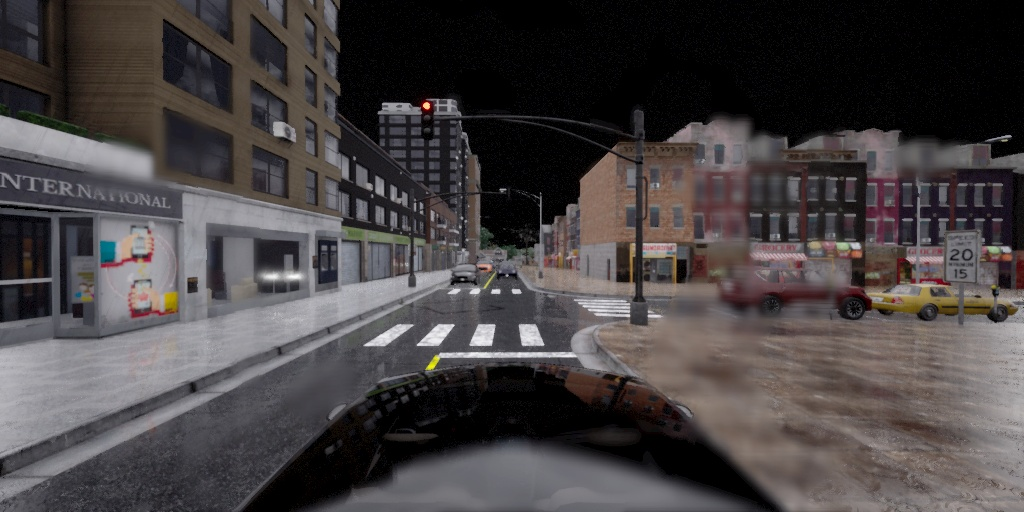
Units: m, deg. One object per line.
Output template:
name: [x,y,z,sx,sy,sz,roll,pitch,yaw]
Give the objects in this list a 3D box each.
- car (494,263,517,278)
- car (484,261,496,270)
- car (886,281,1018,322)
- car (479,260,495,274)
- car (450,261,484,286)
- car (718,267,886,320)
car: [-0.485,1.463,34.653,1.895,1.301,4.718,0,0,-1]
car: [-3.837,1.612,62.682,1.812,1.442,4.674,0,-1,-1]
car: [16.304,1.659,13.789,4.829,1.417,1.751,0,0,-1]
car: [-3.630,1.313,45.869,2.097,1.767,4.553,0,-1,-1]
car: [-3.281,1.318,25.902,1.837,1.490,4.892,0,0,-1]
car: [10.589,1.346,13.698,5.009,1.841,2.192,0,0,-1]
